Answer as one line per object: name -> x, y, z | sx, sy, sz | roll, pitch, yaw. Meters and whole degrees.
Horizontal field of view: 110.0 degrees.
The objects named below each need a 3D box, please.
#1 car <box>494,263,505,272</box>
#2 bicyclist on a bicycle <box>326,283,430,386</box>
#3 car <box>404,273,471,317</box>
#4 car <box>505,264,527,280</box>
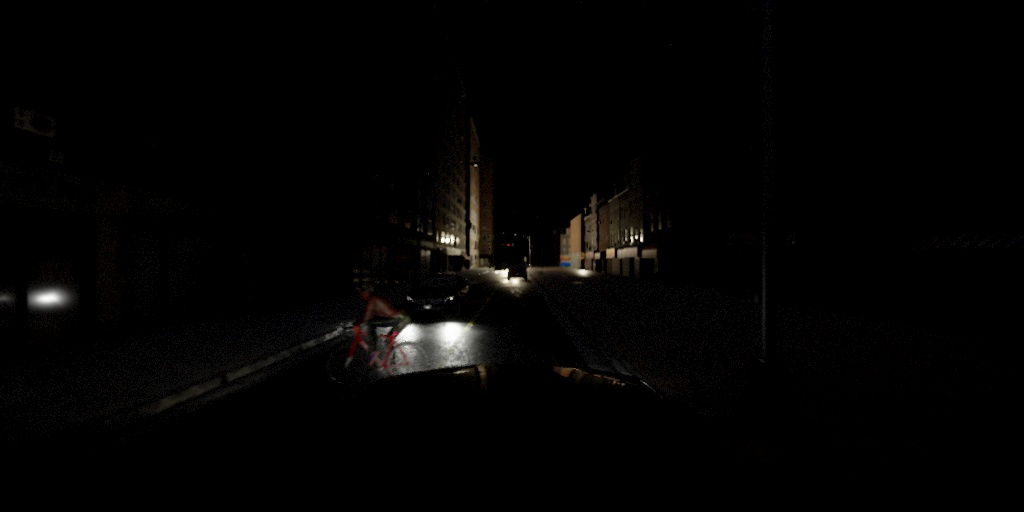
car -> -2.046, 1.982, 62.472 | 1.994, 1.385, 4.181 | 0, -1, 1
bicyclist on a bicycle -> -2.116, 1.241, 5.620 | 1.656, 1.620, 0.582 | -2, -1, 1
car -> -2.708, 1.399, 13.953 | 1.812, 1.442, 4.674 | 0, 0, 1
car -> 0.506, 1.580, 35.988 | 1.882, 1.535, 5.008 | 0, -1, 0
